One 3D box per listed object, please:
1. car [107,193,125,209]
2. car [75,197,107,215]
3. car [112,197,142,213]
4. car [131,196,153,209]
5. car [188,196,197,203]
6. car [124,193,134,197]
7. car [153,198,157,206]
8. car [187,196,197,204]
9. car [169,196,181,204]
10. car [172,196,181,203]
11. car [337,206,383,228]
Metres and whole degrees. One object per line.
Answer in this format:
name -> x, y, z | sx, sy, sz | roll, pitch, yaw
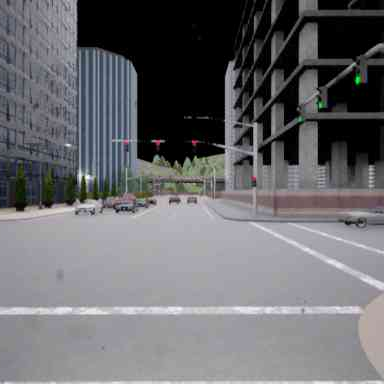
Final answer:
car -> -10.583, 1.368, 43.376 | 2.097, 1.767, 4.553 | 0, 0, 0
car -> -10.586, 1.538, 34.443 | 1.812, 1.442, 4.674 | 0, 0, 0
car -> -7.086, 1.577, 36.760 | 1.994, 1.385, 4.181 | 0, 0, 0
car -> -7.082, 1.581, 46.669 | 1.994, 1.385, 4.181 | 0, 0, 0
car -> 0.027, 1.605, 73.673 | 1.895, 1.301, 4.718 | 0, 0, 0
car -> -10.572, 1.244, 53.908 | 2.150, 2.045, 5.566 | 0, 0, 0
car -> -7.062, 1.622, 56.709 | 1.895, 1.301, 4.718 | 0, 0, 0
car -> 0.024, 1.515, 64.568 | 2.128, 1.511, 4.902 | 0, 0, 0
car -> -3.476, 1.528, 64.570 | 1.837, 1.490, 4.892 | 0, 0, 0
car -> -3.473, 1.535, 73.644 | 1.812, 1.442, 4.674 | 0, 0, 0
car -> 11.888, 1.553, 21.239 | 4.718, 1.301, 1.895 | 0, 0, 0
